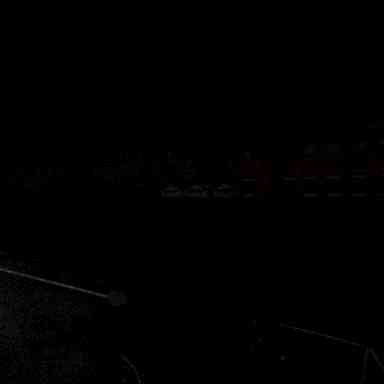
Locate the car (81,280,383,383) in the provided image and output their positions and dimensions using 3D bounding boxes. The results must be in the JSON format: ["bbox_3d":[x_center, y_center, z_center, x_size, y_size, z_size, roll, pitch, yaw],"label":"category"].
[{"bbox_3d":[1.049,1.612,3.245,4.718,1.301,1.895,-1,-1,36],"label":"car"}]
